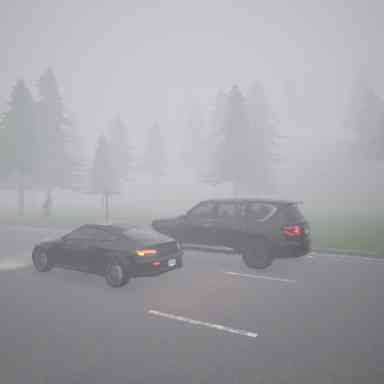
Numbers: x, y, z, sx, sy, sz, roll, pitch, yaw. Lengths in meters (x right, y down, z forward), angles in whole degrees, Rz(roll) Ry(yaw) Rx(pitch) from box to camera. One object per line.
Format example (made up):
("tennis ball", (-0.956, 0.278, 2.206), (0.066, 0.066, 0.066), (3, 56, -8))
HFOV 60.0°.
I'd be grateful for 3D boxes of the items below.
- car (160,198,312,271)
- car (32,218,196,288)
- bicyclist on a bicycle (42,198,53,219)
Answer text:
("car", (1.076, 1.225, 11.146), (5.566, 2.045, 2.150), (1, 0, 31))
("car", (-2.425, 1.526, 9.197), (4.674, 1.442, 1.812), (0, 0, 32))
("bicyclist on a bicycle", (-11.558, 1.308, 26.592), (0.582, 1.620, 1.656), (0, -2, 6))
